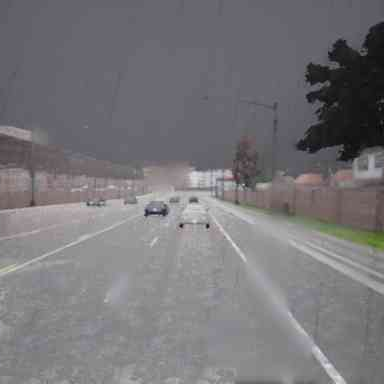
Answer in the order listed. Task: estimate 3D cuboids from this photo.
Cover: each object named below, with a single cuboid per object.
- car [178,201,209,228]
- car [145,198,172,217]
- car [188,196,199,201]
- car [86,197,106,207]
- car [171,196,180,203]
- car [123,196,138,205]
[{"bbox_3d":[0.174,1.538,22.282,1.812,1.442,4.674,0,0,0],"label":"car"},{"bbox_3d":[-3.278,1.558,31.636,1.994,1.385,4.181,0,0,0],"label":"car"},{"bbox_3d":[0.324,1.537,65.511,1.837,1.490,4.892,0,-1,0],"label":"car"},{"bbox_3d":[-13.881,1.428,48.330,2.128,1.511,4.902,0,0,1],"label":"car"},{"bbox_3d":[-3.419,1.559,66.552,2.033,1.411,5.357,0,0,2],"label":"car"},{"bbox_3d":[-10.326,1.486,56.152,1.837,1.490,4.892,0,0,1],"label":"car"}]
